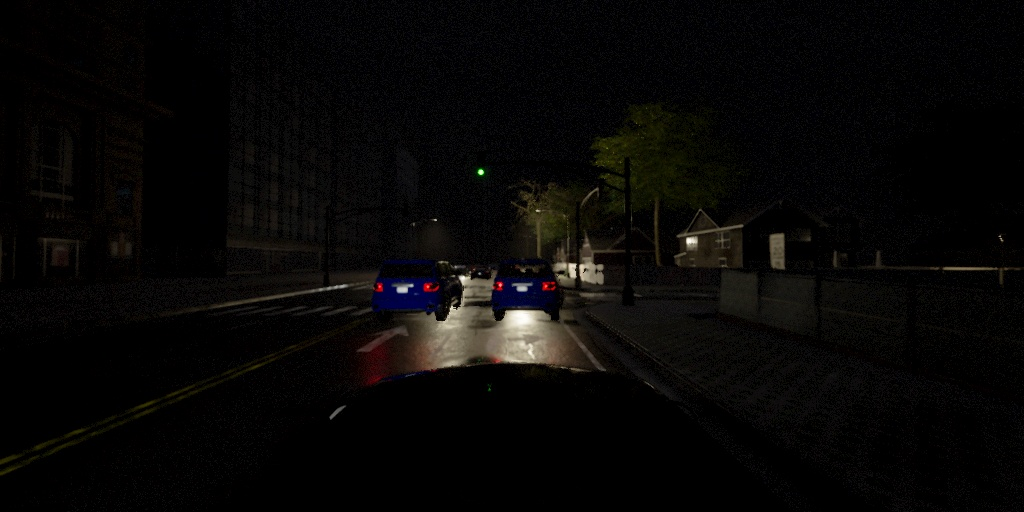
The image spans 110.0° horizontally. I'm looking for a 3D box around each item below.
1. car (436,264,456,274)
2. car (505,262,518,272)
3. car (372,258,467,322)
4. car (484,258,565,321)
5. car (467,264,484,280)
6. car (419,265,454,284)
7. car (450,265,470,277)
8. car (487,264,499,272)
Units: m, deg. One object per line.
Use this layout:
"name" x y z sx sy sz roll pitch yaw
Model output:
"car" -9.893 1.968 54.074 2.033 1.411 5.357 0 -1 0
"car" -0.107 1.898 63.194 2.097 1.767 4.553 0 -1 0
"car" -3.173 1.108 13.064 2.150 2.045 5.566 0 -1 0
"car" 0.742 1.110 13.360 2.150 2.045 5.566 0 -1 9
"car" -3.212 1.765 37.678 1.994 1.385 4.181 0 -1 0
"car" -6.649 1.619 32.107 2.128 1.511 4.902 0 -1 0
"car" -6.663 1.876 46.157 1.994 1.385 4.181 0 -1 0
"car" -3.350 2.162 64.290 1.895 1.301 4.718 0 -1 0
